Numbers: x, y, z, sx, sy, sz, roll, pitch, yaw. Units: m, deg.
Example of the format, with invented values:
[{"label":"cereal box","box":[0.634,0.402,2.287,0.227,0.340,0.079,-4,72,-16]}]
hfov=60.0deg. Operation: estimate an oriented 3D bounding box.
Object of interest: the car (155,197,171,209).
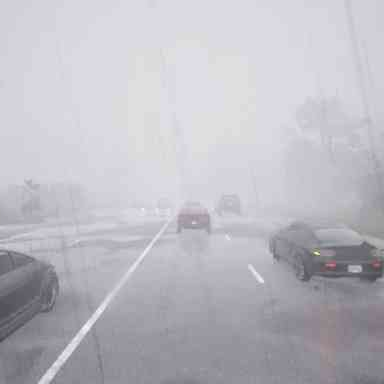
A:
[{"label":"car","box":[-3.966,1.512,46.033,1.837,1.490,4.892,0,0,-3]}]

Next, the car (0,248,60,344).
[{"label":"car","box":[-3.598,1.565,4.870,1.994,1.385,4.181,0,0,0]}]

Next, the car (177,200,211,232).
[{"label":"car","box":[0.107,1.481,20.083,1.882,1.535,5.008,0,0,0]}]

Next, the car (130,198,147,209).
[{"label":"car","box":[-7.472,1.532,46.286,1.812,1.442,4.674,0,0,-3]}]

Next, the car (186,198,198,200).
[{"label":"car","box":[-0.017,1.485,38.478,1.882,1.535,5.008,0,0,-1]}]

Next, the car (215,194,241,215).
[{"label":"car","box":[3.564,1.228,33.724,2.150,2.045,5.566,0,0,-1]}]

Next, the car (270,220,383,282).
[{"label":"car","box":[3.604,1.527,9.646,1.812,1.442,4.674,0,0,0]}]
